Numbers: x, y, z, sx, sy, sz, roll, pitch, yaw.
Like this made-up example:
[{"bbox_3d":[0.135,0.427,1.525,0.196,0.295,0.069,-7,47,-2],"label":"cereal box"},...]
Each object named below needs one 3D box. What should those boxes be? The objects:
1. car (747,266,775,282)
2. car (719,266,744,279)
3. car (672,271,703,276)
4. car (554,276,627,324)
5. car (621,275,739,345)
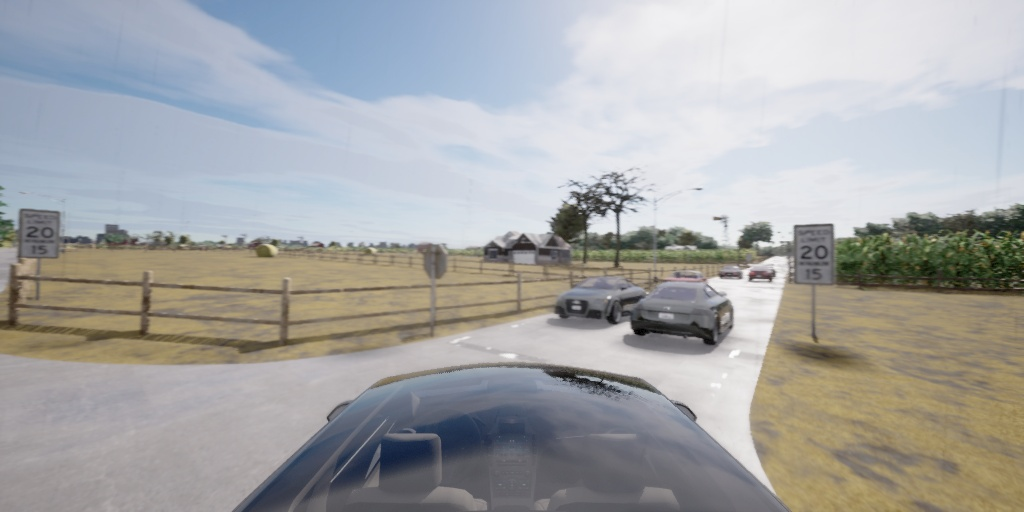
[{"bbox_3d":[24.097,1.708,34.766,1.812,1.442,4.674,0,-1,38],"label":"car"},{"bbox_3d":[24.050,1.792,39.266,1.994,1.385,4.181,0,-1,38],"label":"car"},{"bbox_3d":[10.849,1.599,22.400,1.895,1.301,4.718,0,-1,38],"label":"car"},{"bbox_3d":[3.229,1.426,12.566,1.994,1.385,4.181,0,-1,39],"label":"car"},{"bbox_3d":[4.867,1.409,10.042,1.994,1.385,4.181,0,-1,38],"label":"car"}]
